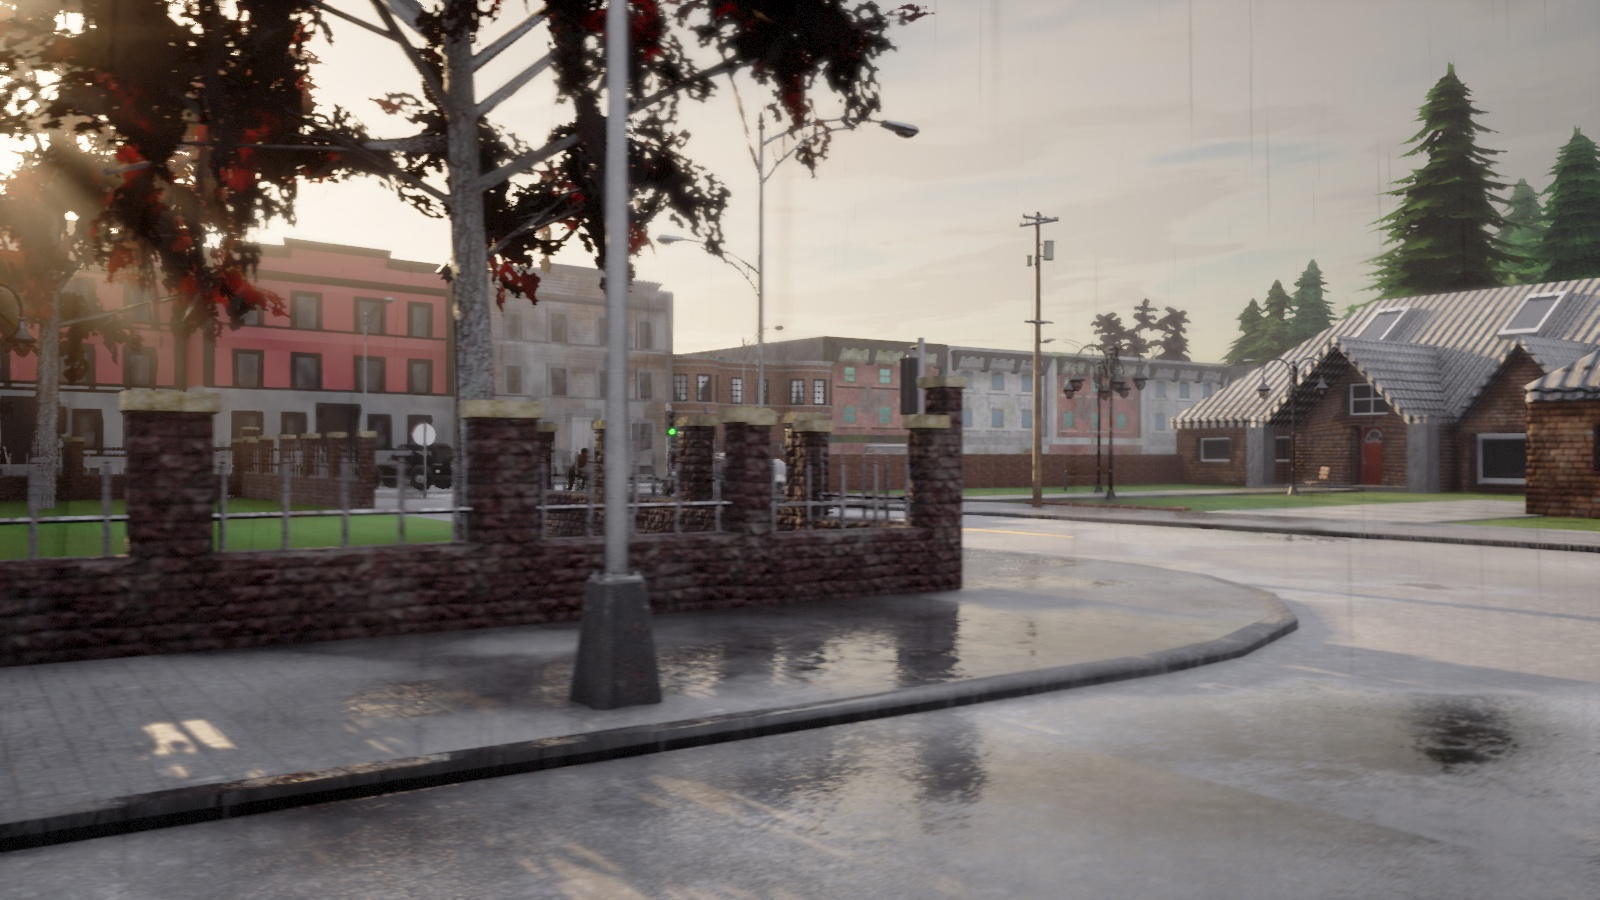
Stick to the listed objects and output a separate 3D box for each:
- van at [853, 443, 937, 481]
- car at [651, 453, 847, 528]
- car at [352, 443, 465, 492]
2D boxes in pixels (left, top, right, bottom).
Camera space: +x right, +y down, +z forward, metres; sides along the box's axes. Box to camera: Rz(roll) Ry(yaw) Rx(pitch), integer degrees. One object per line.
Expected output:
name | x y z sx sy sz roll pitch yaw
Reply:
van | 5.154 0.645 67.940 4.442 1.987 1.775 0 0 -35
car | -1.226 0.817 27.398 1.837 1.490 4.892 0 0 -36
car | -15.579 0.693 49.982 3.866 1.878 1.905 0 0 15
